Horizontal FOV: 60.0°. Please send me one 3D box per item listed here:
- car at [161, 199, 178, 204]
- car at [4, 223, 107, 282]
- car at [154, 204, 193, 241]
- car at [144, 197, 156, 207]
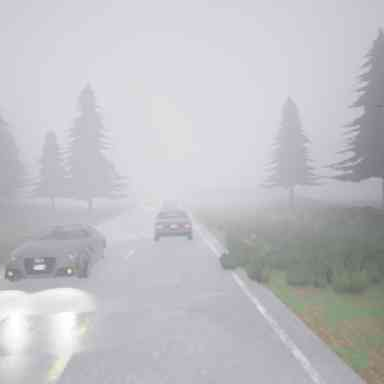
[{"bbox_3d":[-2.617,1.565,40.060,2.128,1.511,4.902,-2,0,-4],"label":"car"},{"bbox_3d":[-3.887,1.668,10.155,1.994,1.385,4.181,-2,0,-4],"label":"car"},{"bbox_3d":[-0.976,1.575,17.130,2.033,1.411,5.357,-2,0,-4],"label":"car"},{"bbox_3d":[-7.164,1.676,57.321,1.882,1.535,5.008,-2,0,-4],"label":"car"}]
